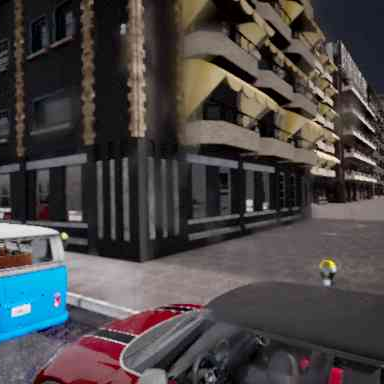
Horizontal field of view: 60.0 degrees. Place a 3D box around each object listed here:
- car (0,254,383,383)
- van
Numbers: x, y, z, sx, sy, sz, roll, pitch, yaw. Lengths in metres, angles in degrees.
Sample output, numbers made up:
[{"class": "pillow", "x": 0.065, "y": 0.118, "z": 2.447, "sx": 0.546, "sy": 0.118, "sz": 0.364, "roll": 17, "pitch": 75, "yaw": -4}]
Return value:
[{"class": "car", "x": 0.562, "y": 1.448, "z": 2.493, "sx": 4.097, "sy": 1.590, "sz": 1.967, "roll": -1, "pitch": -1, "yaw": 36}, {"class": "van", "x": -3.840, "y": 1.398, "z": 5.634, "sx": 3.998, "sy": 1.788, "sz": 1.690, "roll": -1, "pitch": -1, "yaw": 36}]
